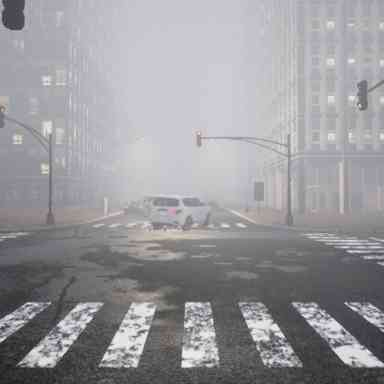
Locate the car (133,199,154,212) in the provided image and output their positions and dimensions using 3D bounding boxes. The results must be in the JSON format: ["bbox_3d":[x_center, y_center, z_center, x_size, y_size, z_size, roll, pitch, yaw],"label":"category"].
[{"bbox_3d":[-5.673,1.597,39.323,1.802,1.307,4.206,1,0,0],"label":"car"}]

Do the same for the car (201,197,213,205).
[{"bbox_3d":[2.710,1.590,61.692,1.947,1.339,4.313,1,0,0],"label":"car"}]

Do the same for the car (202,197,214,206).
[{"bbox_3d":[2.711,1.547,56.285,1.752,1.417,4.829,1,0,0],"label":"car"}]

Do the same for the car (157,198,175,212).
[{"bbox_3d":[-3.093,1.541,40.235,1.812,1.442,4.674,0,0,0],"label":"car"}]

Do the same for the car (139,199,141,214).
[{"bbox_3d":[-3.094,1.233,30.313,2.150,2.045,5.566,0,0,0],"label":"car"}]

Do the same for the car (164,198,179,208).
[{"bbox_3d":[-3.090,1.583,50.277,1.994,1.385,4.181,0,0,0],"label":"car"}]

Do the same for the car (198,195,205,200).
[{"bbox_3d":[2.714,1.584,95.155,1.887,1.381,4.507,1,0,0],"label":"car"}]

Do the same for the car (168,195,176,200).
[{"bbox_3d":[-5.667,1.605,95.075,1.947,1.339,4.313,1,0,0],"label":"car"}]

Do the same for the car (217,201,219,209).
[{"bbox_3d":[2.708,1.599,44.959,1.802,1.307,4.206,1,0,0],"label":"car"}]

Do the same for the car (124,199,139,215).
[{"bbox_3d":[-5.670,1.453,33.748,1.967,1.590,4.097,1,0,0],"label":"car"}]

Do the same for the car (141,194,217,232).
[{"bbox_3d":[-0.580,1.229,20.553,2.150,2.045,5.566,1,0,23],"label":"car"}]

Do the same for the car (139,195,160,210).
[{"bbox_3d":[-5.667,1.332,44.898,2.192,1.841,5.009,1,0,0],"label":"car"}]
